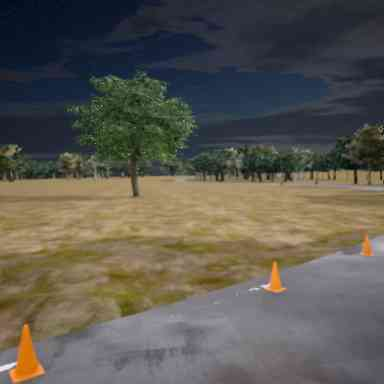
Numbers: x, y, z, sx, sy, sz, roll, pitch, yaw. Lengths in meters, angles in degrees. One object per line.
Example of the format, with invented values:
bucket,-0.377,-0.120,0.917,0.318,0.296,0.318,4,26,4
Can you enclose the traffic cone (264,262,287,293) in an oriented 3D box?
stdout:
traffic cone,1.781,1.785,7.106,0.340,0.580,0.340,-2,1,-40

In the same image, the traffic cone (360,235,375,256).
traffic cone,5.435,1.637,10.322,0.340,0.580,0.340,-2,1,-43

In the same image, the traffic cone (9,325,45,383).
traffic cone,-2.025,1.923,4.073,0.340,0.580,0.340,-2,1,-37
